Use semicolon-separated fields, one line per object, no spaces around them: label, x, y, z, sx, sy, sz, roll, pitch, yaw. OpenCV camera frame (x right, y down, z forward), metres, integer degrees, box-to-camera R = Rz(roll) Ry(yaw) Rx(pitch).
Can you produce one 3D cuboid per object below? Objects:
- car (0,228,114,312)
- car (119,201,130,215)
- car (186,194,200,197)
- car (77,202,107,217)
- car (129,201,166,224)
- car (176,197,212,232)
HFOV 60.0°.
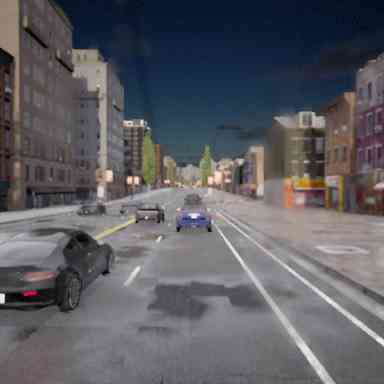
car;-3.145;1.559;7.650;1.812;1.442;4.674;0;0;0
car;-6.504;1.652;36.254;2.033;1.411;5.357;0;0;1
car;0.133;1.320;42.000;2.150;2.045;5.566;0;0;0
car;-9.787;1.669;32.826;1.994;1.385;4.181;0;0;0
car;-3.131;1.587;25.477;2.128;1.511;4.902;0;0;0
car;0.115;1.437;21.084;2.097;1.767;4.553;0;0;0
